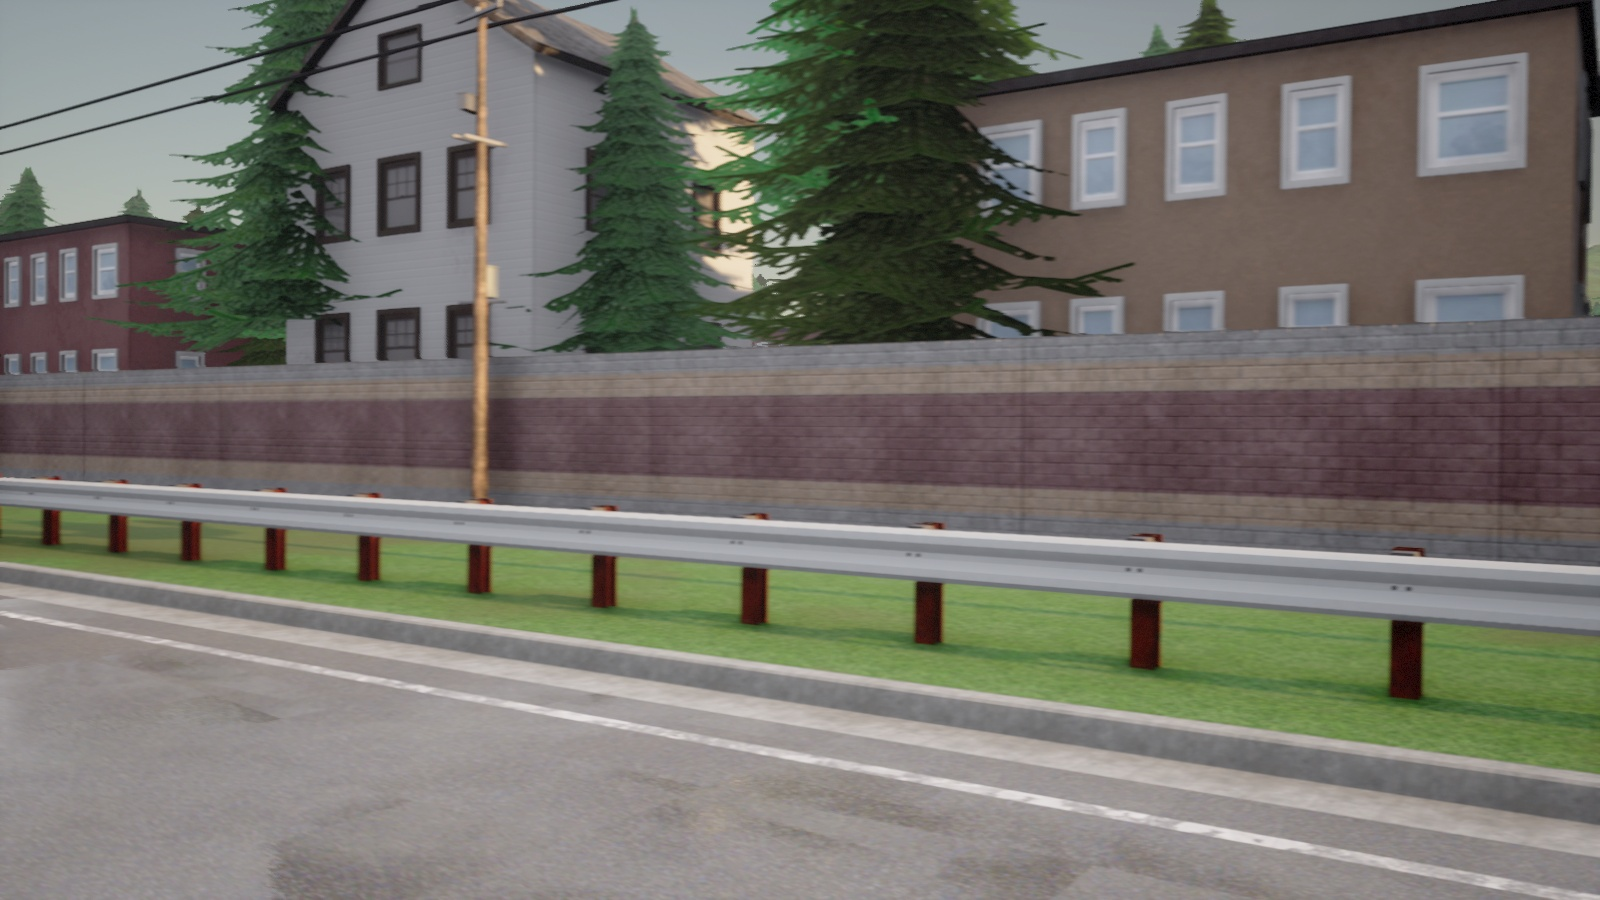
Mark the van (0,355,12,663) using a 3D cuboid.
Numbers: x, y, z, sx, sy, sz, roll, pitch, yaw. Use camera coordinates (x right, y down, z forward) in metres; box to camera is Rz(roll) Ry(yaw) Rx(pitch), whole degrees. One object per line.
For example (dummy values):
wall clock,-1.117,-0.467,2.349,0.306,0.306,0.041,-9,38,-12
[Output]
van,-7.704,0.406,8.736,4.480,2.038,2.069,0,1,34
